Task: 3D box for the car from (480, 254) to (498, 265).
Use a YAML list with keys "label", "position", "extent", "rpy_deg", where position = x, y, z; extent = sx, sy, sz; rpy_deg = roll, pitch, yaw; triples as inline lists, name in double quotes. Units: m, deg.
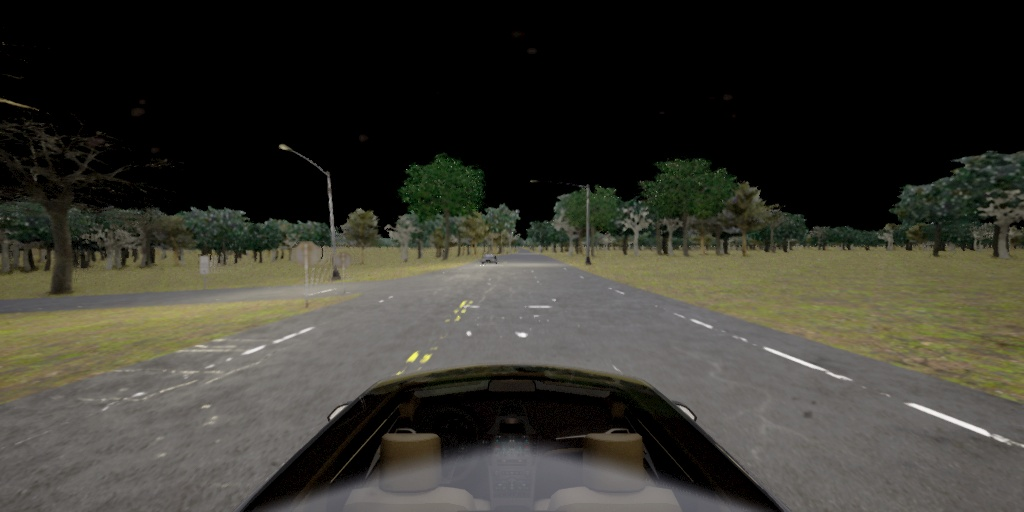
- label: "car"
  position: [-2.927, 0.434, 46.800]
  extent: [1.994, 1.385, 4.181]
  rpy_deg: [0, 1, 2]
